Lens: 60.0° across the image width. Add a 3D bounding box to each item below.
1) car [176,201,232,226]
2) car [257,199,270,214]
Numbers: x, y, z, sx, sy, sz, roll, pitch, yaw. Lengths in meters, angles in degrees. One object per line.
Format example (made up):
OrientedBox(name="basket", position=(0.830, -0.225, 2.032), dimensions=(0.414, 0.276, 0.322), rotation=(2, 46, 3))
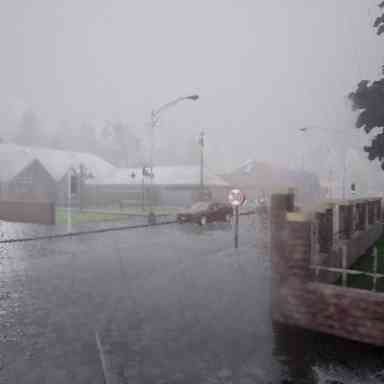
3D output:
OrientedBox(name="car", position=(0.919, 1.374, 22.637), dimensions=(1.882, 1.535, 5.008), rotation=(1, 0, 36))
OrientedBox(name="car", position=(8.046, 1.402, 32.541), dimensions=(1.837, 1.490, 4.892), rotation=(1, 0, 36))
